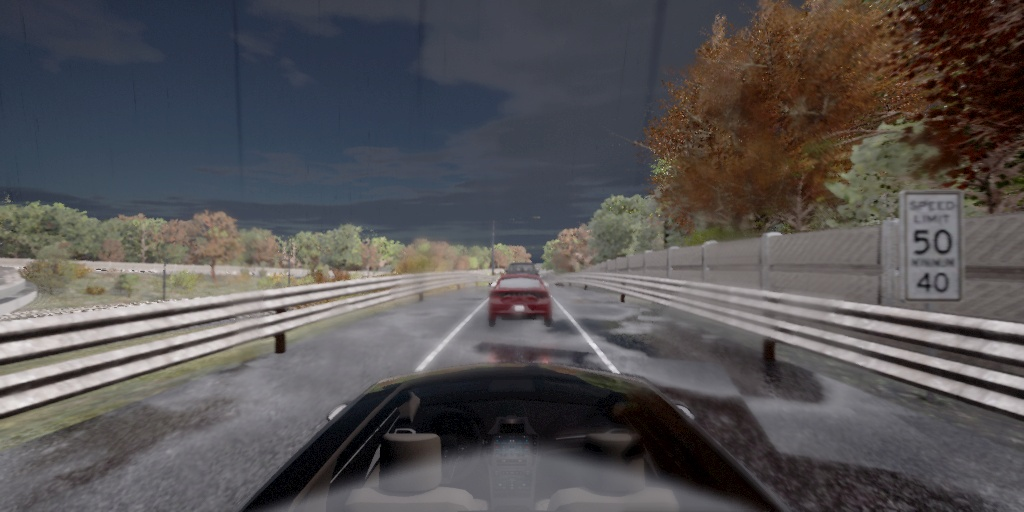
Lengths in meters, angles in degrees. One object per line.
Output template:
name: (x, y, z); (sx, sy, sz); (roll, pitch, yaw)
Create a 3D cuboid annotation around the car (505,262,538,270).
car: (0.661, 1.474, 24.314); (2.150, 2.045, 5.566); (0, -2, 1)

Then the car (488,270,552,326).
car: (0.280, 1.362, 12.291); (1.882, 1.535, 5.008); (0, -2, 2)
